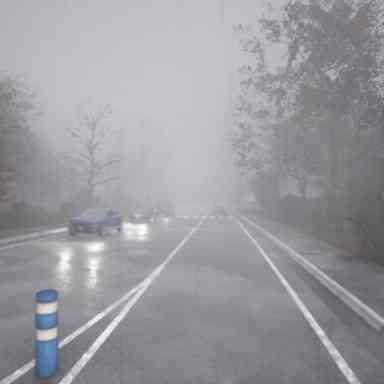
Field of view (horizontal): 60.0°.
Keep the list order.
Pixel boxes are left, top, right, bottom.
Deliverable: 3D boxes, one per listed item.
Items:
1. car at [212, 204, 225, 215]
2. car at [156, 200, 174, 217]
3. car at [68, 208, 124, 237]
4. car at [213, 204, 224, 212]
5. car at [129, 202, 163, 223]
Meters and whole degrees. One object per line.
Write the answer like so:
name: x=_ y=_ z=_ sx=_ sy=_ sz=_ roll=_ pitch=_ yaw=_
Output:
car: x=4.087 y=2.690 z=50.755 sx=1.994 sy=1.385 sz=4.181 roll=1 pitch=-1 yaw=4
car: x=-3.591 y=2.015 z=41.849 sx=2.150 sy=2.045 sz=5.566 roll=1 pitch=-2 yaw=4
car: x=-5.490 y=1.670 z=19.584 sx=1.882 sy=1.535 sz=5.008 roll=1 pitch=-2 yaw=5
car: x=4.784 y=2.872 z=60.602 sx=2.033 sy=1.411 sz=5.357 roll=1 pitch=-1 yaw=4
car: x=-4.492 y=1.995 z=31.159 sx=2.128 sy=1.511 sz=4.902 roll=1 pitch=-2 yaw=5
